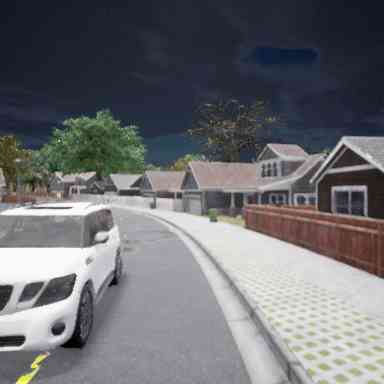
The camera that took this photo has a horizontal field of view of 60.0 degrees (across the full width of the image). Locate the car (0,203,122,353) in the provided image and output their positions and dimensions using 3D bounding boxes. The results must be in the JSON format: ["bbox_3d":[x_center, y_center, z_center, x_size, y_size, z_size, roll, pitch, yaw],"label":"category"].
[{"bbox_3d":[-2.751,1.273,6.609,2.150,2.045,5.566,0,0,-4],"label":"car"}]
